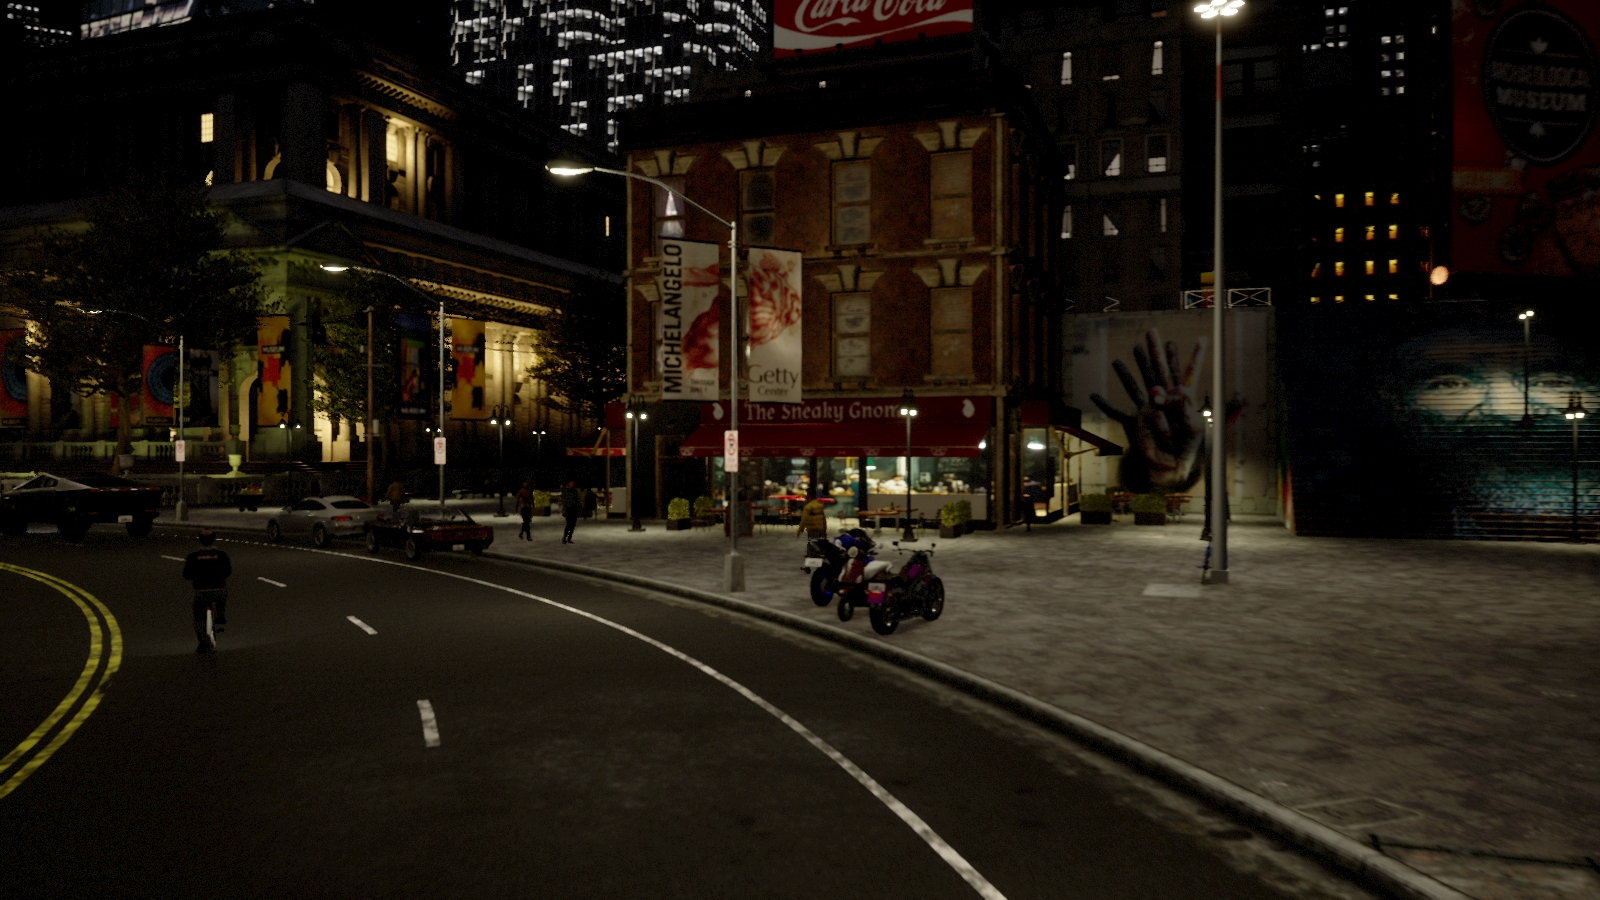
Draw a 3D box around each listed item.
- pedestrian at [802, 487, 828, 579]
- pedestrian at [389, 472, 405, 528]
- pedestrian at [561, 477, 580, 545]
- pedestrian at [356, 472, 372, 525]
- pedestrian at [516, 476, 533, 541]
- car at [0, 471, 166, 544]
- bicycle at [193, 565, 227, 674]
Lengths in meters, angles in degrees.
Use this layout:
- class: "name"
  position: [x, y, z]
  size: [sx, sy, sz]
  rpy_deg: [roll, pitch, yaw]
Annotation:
- class: "pedestrian"
  position: [0.306, 1.696, 23.460]
  size: [0.375, 1.860, 0.375]
  rpy_deg: [0, 0, -42]
- class: "pedestrian"
  position: [-13.774, 1.700, 39.021]
  size: [0.375, 1.860, 0.375]
  rpy_deg: [0, 0, 34]
- class: "pedestrian"
  position: [-6.424, 1.699, 31.969]
  size: [0.375, 1.860, 0.375]
  rpy_deg: [0, 0, -41]
- class: "pedestrian"
  position: [-15.292, 1.699, 40.078]
  size: [0.375, 1.860, 0.375]
  rpy_deg: [0, 0, 17]
- class: "pedestrian"
  position: [-8.015, 1.700, 33.235]
  size: [0.375, 1.860, 0.375]
  rpy_deg: [0, 0, -39]
- class: "car"
  position: [-23.264, 1.761, 36.788]
  size: [6.274, 2.098, 2.390]
  rpy_deg: [0, 0, 34]
- class: "bicycle"
  position: [-7.823, 2.212, 15.174]
  size: [0.329, 1.171, 1.835]
  rpy_deg: [-2, 1, -26]
